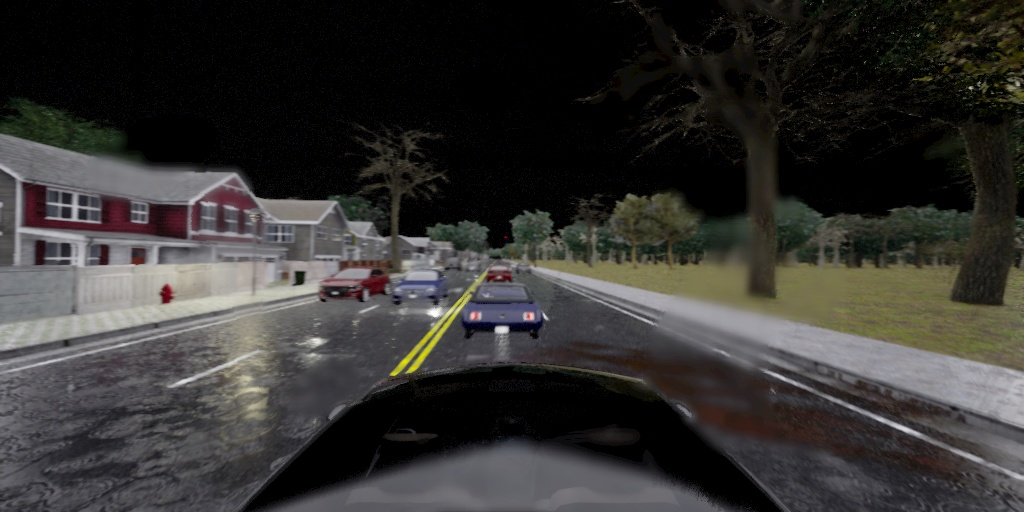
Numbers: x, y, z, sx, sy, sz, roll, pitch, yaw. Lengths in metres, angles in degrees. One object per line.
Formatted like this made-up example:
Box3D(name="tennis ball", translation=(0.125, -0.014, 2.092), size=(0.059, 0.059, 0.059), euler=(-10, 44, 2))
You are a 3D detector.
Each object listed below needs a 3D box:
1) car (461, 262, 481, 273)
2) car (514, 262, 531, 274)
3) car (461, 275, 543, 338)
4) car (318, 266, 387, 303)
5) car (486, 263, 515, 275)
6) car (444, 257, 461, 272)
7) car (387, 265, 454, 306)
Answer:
Box3D(name="car", translation=(-5.291, 1.513, 49.186), size=(2.128, 1.511, 4.902), euler=(1, 0, -2))
Box3D(name="car", translation=(1.471, 1.588, 47.461), size=(2.128, 1.511, 4.902), euler=(1, 0, -2))
Box3D(name="car", translation=(-0.307, 1.411, 10.376), size=(1.895, 1.301, 4.718), euler=(1, 0, -2))
Box3D(name="car", translation=(-7.275, 1.247, 17.062), size=(1.882, 1.535, 5.008), euler=(1, 0, -2))
Box3D(name="car", translation=(-1.027, 1.410, 28.557), size=(1.882, 1.535, 5.008), euler=(1, 0, -2))
Box3D(name="car", translation=(-8.706, 1.228, 53.582), size=(2.150, 2.045, 5.566), euler=(1, 0, -2))
Box3D(name="car", translation=(-3.986, 1.333, 16.377), size=(1.812, 1.442, 4.674), euler=(1, 0, -2))
